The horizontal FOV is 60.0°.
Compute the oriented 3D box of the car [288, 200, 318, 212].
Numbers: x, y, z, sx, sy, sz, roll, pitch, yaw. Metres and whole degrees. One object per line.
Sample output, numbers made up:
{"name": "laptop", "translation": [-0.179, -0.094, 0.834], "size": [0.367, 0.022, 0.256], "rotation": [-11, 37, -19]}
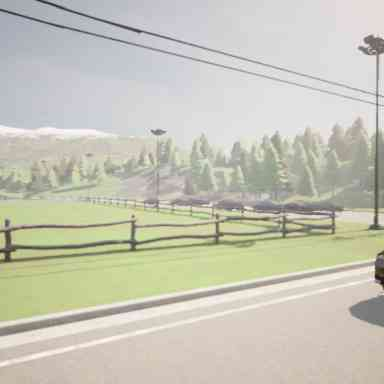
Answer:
{"name": "car", "translation": [13.543, 1.989, 43.664], "size": [1.895, 1.301, 4.718], "rotation": [1, 0, -32]}

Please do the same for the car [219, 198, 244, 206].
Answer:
{"name": "car", "translation": [7.720, 1.990, 66.282], "size": [2.033, 1.411, 5.357], "rotation": [1, 0, -32]}

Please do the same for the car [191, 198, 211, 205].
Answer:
{"name": "car", "translation": [1.784, 1.991, 69.196], "size": [1.895, 1.301, 4.718], "rotation": [1, 0, -32]}

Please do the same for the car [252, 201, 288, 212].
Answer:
{"name": "car", "translation": [9.752, 1.867, 43.134], "size": [1.812, 1.442, 4.674], "rotation": [1, -1, -32]}

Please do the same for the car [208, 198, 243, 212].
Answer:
{"name": "car", "translation": [4.780, 1.783, 44.503], "size": [2.128, 1.511, 4.902], "rotation": [1, 0, -32]}

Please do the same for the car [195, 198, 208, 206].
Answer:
{"name": "car", "translation": [0.453, 1.828, 64.712], "size": [1.882, 1.535, 5.008], "rotation": [1, 0, -32]}

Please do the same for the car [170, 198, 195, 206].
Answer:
{"name": "car", "translation": [-2.141, 1.855, 62.255], "size": [2.033, 1.411, 5.357], "rotation": [1, 0, -32]}

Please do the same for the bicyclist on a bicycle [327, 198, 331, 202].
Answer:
{"name": "bicyclist on a bicycle", "translation": [21.356, 1.824, 51.868], "size": [1.656, 1.620, 0.582], "rotation": [1, 0, -32]}

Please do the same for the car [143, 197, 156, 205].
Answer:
{"name": "car", "translation": [-7.955, 1.781, 64.977], "size": [1.812, 1.442, 4.674], "rotation": [1, 0, -32]}

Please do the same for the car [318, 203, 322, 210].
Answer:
{"name": "car", "translation": [15.384, 1.920, 47.334], "size": [2.128, 1.511, 4.902], "rotation": [1, 0, -32]}

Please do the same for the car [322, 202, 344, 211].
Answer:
{"name": "car", "translation": [19.399, 2.039, 47.501], "size": [1.994, 1.385, 4.181], "rotation": [1, 0, -32]}

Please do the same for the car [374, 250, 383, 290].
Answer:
{"name": "car", "translation": [6.181, 1.601, 7.616], "size": [4.902, 1.511, 2.128], "rotation": [1, 0, -32]}
